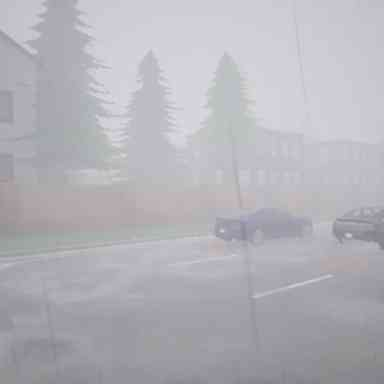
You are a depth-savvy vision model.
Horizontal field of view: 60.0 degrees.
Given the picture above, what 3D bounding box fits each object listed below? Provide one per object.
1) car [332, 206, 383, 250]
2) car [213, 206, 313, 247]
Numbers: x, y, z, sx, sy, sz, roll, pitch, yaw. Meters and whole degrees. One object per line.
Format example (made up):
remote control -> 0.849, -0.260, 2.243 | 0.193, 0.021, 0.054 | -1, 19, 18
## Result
car -> 7.650, 1.334, 13.400 | 4.902, 1.511, 2.128 | -1, 0, -35
car -> 3.233, 1.353, 14.587 | 5.008, 1.535, 1.882 | -1, 0, -35
